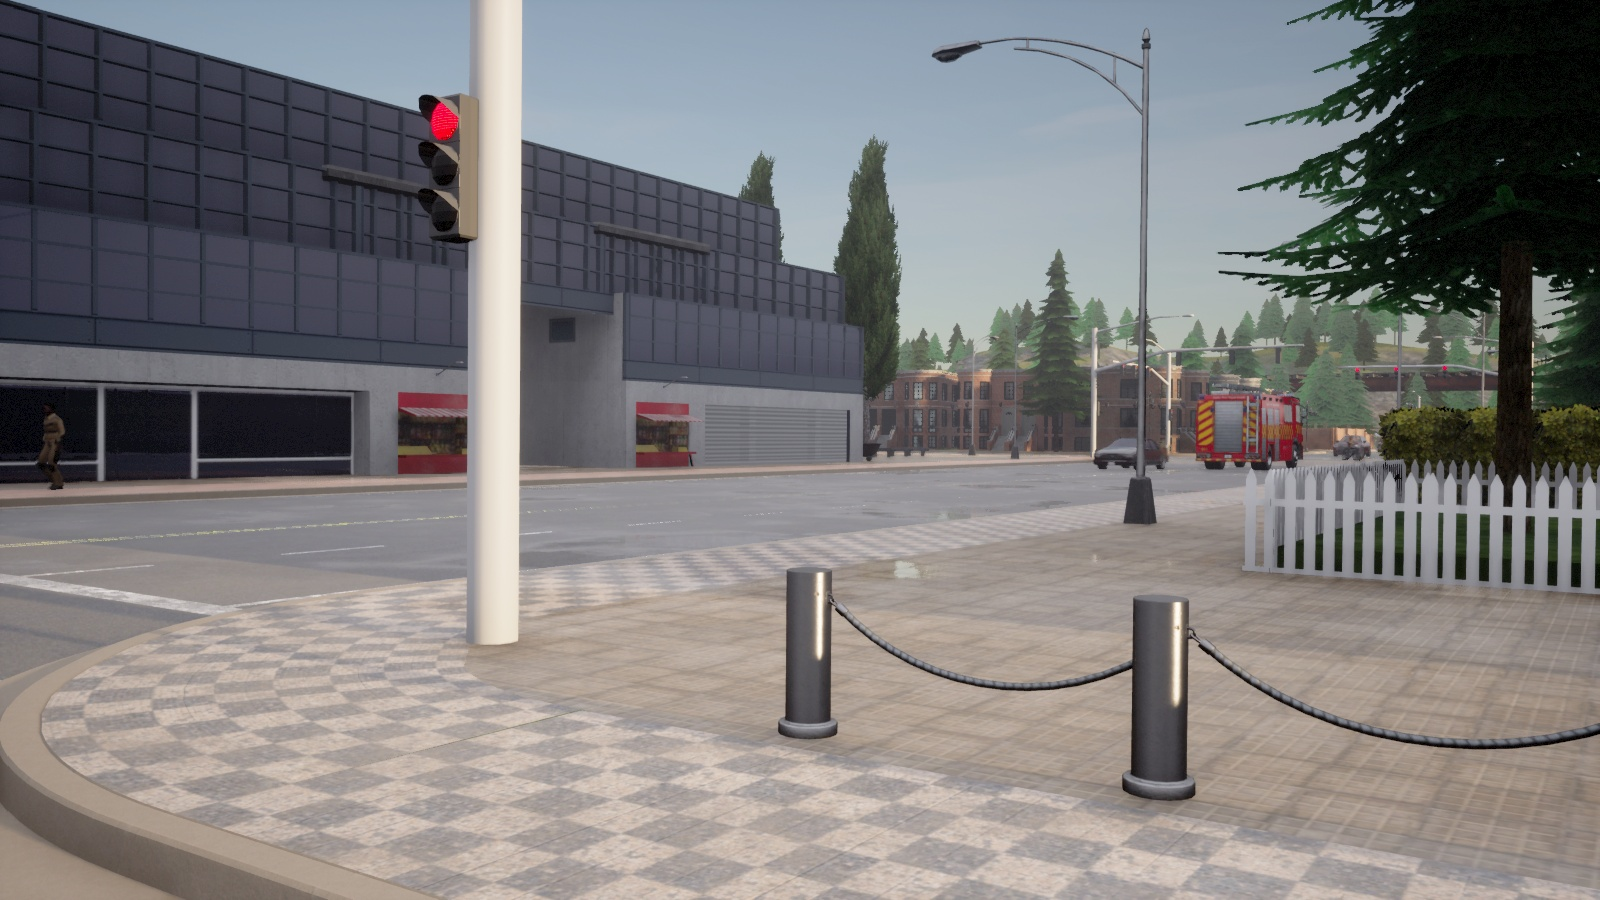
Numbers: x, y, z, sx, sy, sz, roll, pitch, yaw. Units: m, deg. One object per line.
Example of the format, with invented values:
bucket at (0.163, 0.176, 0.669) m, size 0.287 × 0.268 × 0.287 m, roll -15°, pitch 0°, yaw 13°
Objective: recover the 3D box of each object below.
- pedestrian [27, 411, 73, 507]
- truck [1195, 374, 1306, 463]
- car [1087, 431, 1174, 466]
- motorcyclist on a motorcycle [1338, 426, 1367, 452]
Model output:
pedestrian at (-15.380, 0.177, 25.756) m, size 0.396 × 1.930 × 0.692 m, roll 0°, pitch 1°, yaw 31°
truck at (21.085, -1.422, 58.443) m, size 2.891 × 3.827 × 8.468 m, roll 0°, pitch 1°, yaw 34°
car at (14.535, -0.103, 54.941) m, size 2.033 × 1.411 × 5.357 m, roll 0°, pitch 1°, yaw 34°
motorcyclist on a motorcycle at (35.498, -0.741, 80.681) m, size 0.766 × 1.649 × 2.350 m, roll 0°, pitch 1°, yaw -2°
